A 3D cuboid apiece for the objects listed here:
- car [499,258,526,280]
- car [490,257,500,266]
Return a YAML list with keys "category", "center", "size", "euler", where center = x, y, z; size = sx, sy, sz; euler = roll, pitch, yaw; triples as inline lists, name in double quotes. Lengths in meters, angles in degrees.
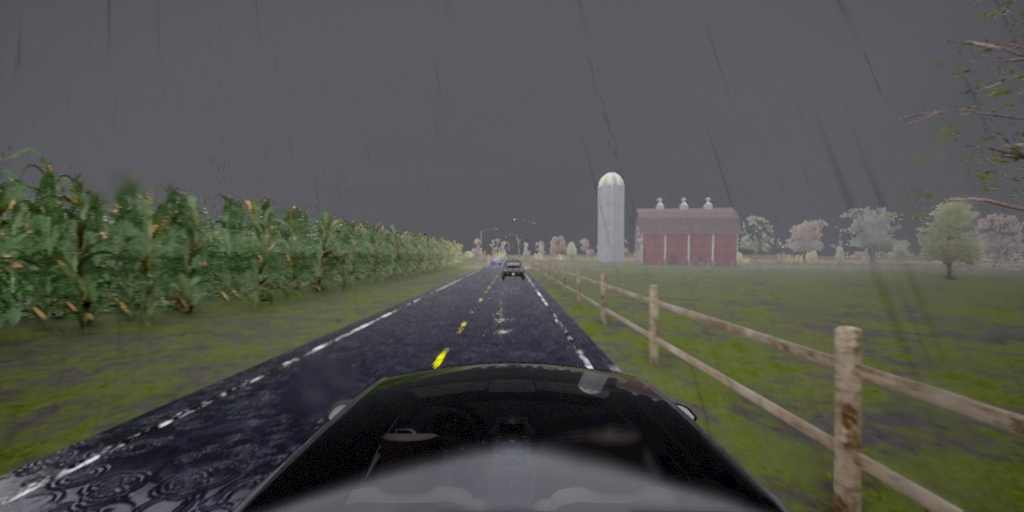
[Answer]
- category: "car"
  center: [0.095, 1.120, 29.872]
  size: [1.837, 1.490, 4.892]
  euler: [0, 0, 0]
- category: "car"
  center: [-2.853, 0.952, 65.247]
  size: [1.882, 1.535, 5.008]
  euler: [0, 0, 0]
